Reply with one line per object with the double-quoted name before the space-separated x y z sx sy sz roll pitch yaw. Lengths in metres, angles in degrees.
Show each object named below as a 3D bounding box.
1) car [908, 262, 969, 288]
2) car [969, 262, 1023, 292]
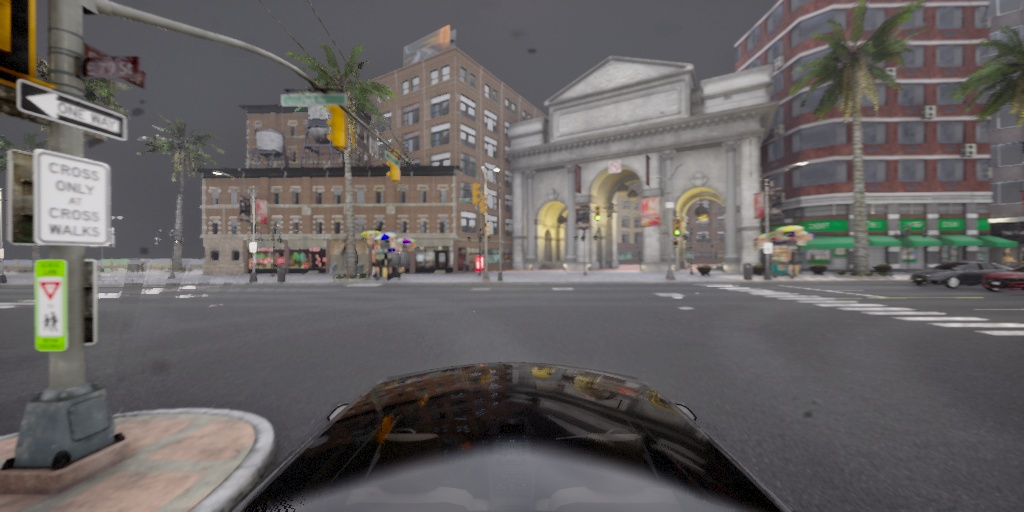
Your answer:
"car" 26.591 1.097 21.229 4.892 1.490 1.837 -1 0 2
"car" 26.529 1.069 17.728 5.008 1.535 1.882 0 0 2
